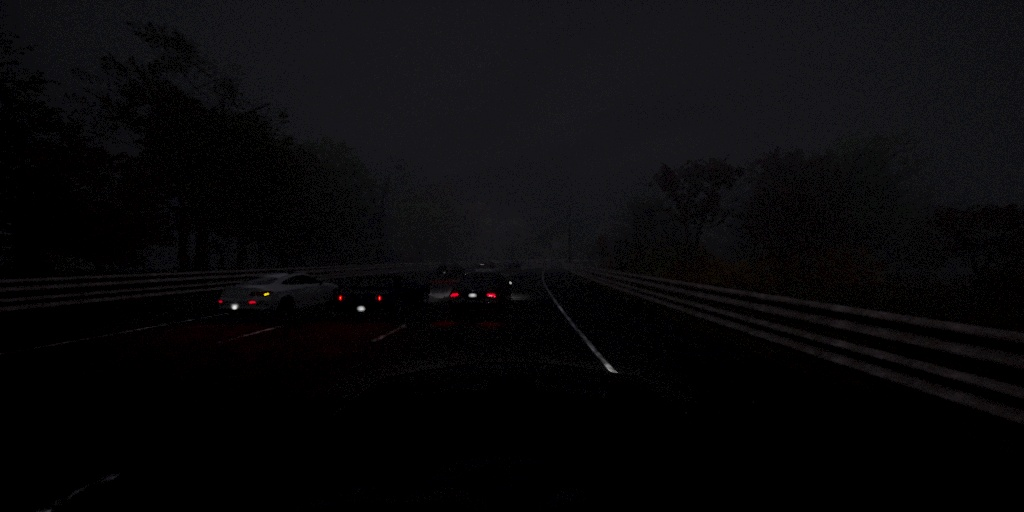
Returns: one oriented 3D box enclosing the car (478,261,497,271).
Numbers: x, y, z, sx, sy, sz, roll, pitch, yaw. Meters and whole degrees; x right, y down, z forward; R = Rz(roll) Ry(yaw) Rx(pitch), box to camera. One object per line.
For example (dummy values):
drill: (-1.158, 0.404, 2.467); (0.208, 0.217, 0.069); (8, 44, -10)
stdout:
car: (-3.772, 1.497, 55.946); (2.128, 1.511, 4.902); (0, 0, 7)

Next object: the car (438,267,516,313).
car: (-1.088, 1.353, 14.251); (2.033, 1.411, 5.357); (0, 0, 4)

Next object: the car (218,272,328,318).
car: (-8.178, 1.307, 13.113); (1.812, 1.442, 4.674); (0, 0, 4)

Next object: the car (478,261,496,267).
car: (-2.565, 1.509, 36.595); (1.895, 1.301, 4.718); (0, 0, 6)

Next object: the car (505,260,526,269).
car: (0.609, 1.541, 62.226); (2.128, 1.511, 4.902); (0, 0, 8)

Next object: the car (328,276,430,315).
car: (-4.655, 1.394, 13.694); (1.895, 1.301, 4.718); (0, 0, 4)

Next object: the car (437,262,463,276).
car: (-6.110, 1.389, 36.126); (2.128, 1.511, 4.902); (0, 0, 6)
